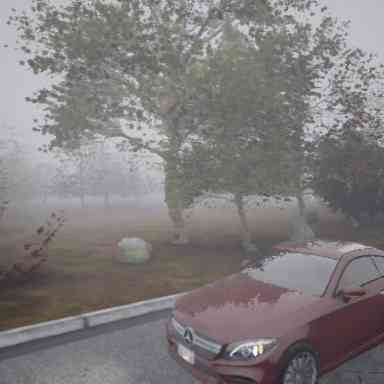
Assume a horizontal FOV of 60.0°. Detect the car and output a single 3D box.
[{"bbox_3d":[1.839,1.500,4.979,4.674,1.442,1.812,0,0,-35],"label":"car"}]
